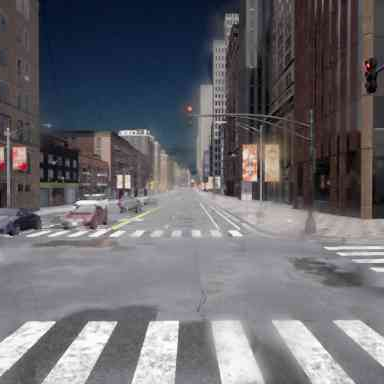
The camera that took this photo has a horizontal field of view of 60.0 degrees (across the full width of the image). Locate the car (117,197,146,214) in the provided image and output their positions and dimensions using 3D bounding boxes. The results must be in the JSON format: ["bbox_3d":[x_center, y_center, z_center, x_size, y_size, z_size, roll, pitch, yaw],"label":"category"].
[{"bbox_3d":[-6.591,1.512,36.224,1.837,1.490,4.892,0,0,0],"label":"car"}]

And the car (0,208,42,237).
[{"bbox_3d":[-9.843,1.565,17.982,1.994,1.385,4.181,0,0,0],"label":"car"}]

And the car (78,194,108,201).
[{"bbox_3d":[-9.843,1.229,32.986,2.150,2.045,5.566,0,0,0],"label":"car"}]

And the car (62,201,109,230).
[{"bbox_3d":[-6.601,1.528,21.055,1.812,1.442,4.674,0,0,0],"label":"car"}]

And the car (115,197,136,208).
[{"bbox_3d":[-9.821,1.497,49.725,2.128,1.511,4.902,0,0,0],"label":"car"}]

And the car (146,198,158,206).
[{"bbox_3d":[-6.555,1.568,52.865,1.994,1.385,4.181,0,0,0],"label":"car"}]
